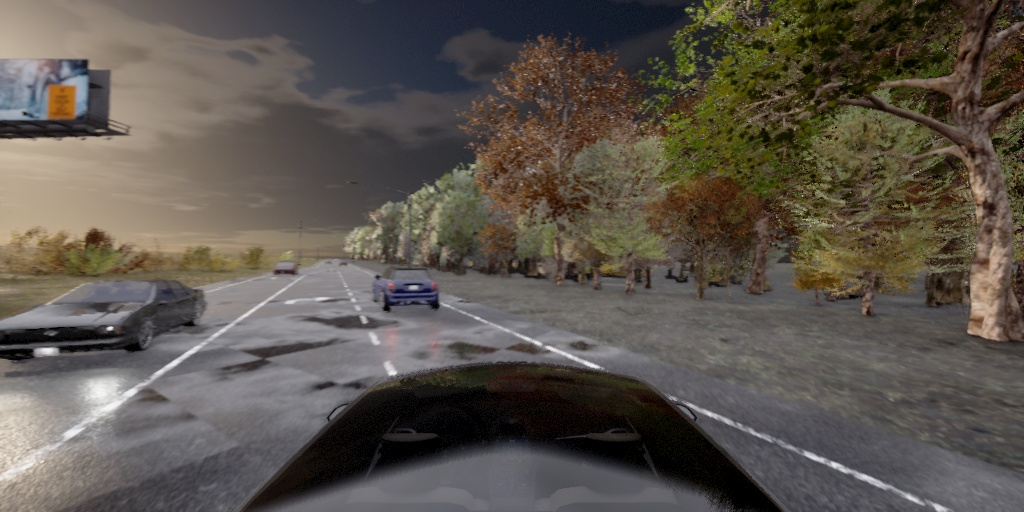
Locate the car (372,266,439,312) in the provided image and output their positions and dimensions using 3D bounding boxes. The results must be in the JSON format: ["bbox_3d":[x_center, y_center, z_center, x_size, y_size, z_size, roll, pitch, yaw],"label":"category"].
[{"bbox_3d":[-4.588,1.205,15.118,2.097,1.767,4.553,1,-1,-27],"label":"car"}]

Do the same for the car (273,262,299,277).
[{"bbox_3d":[-23.492,1.317,37.378,1.882,1.535,5.008,1,-1,-25],"label":"car"}]

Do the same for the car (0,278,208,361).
[{"bbox_3d":[-9.024,1.240,8.468,2.033,1.411,5.357,1,-1,-26],"label":"car"}]
